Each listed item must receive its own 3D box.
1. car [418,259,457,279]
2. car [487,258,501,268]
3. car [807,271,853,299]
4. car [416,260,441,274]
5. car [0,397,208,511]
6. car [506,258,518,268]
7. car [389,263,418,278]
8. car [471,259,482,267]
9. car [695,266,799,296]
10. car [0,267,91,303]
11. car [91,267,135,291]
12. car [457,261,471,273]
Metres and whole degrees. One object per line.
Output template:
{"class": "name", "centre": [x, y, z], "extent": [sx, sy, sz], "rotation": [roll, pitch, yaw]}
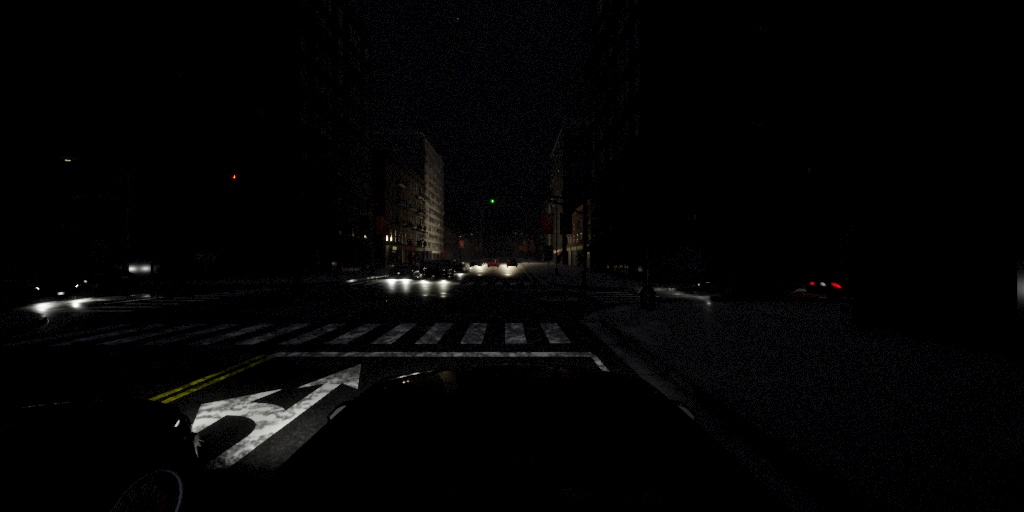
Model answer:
{"class": "car", "centre": [-6.591, 1.107, 32.240], "extent": [2.097, 1.767, 4.553], "rotation": [0, 0, 0]}
{"class": "car", "centre": [-3.235, 1.353, 62.605], "extent": [1.895, 1.301, 4.718], "rotation": [0, 0, 0]}
{"class": "car", "centre": [16.571, 1.336, 16.215], "extent": [5.357, 1.411, 2.033], "rotation": [0, 0, 0]}
{"class": "car", "centre": [-9.839, 1.232, 42.731], "extent": [1.882, 1.535, 5.008], "rotation": [0, 0, 0]}
{"class": "car", "centre": [-3.245, 1.276, 0.752], "extent": [1.812, 1.442, 4.674], "rotation": [0, 0, 0]}
{"class": "car", "centre": [0.015, 1.257, 62.158], "extent": [1.837, 1.490, 4.892], "rotation": [0, 0, 0]}
{"class": "car", "centre": [-9.841, 1.319, 33.142], "extent": [1.994, 1.385, 4.181], "rotation": [0, 0, 0]}
{"class": "car", "centre": [-6.524, 1.277, 64.221], "extent": [1.812, 1.442, 4.674], "rotation": [0, 0, 0]}
{"class": "car", "centre": [12.461, 1.298, 19.198], "extent": [4.892, 1.490, 1.837], "rotation": [0, 0, 2]}
{"class": "car", "centre": [-22.894, 1.293, 16.099], "extent": [5.357, 1.411, 2.033], "rotation": [0, 0, 0]}
{"class": "car", "centre": [-25.369, 1.334, 21.598], "extent": [4.313, 1.339, 1.948], "rotation": [0, 0, 0]}
{"class": "car", "centre": [-6.591, 1.302, 43.243], "extent": [2.033, 1.411, 5.357], "rotation": [0, 0, 0]}
